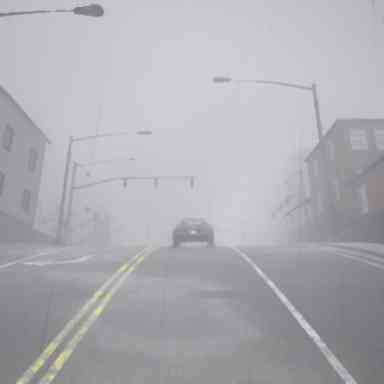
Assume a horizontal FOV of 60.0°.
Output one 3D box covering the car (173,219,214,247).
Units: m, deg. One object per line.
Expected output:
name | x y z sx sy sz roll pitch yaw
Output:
car | 0.117 2.095 17.076 1.994 1.385 4.181 0 -8 2
